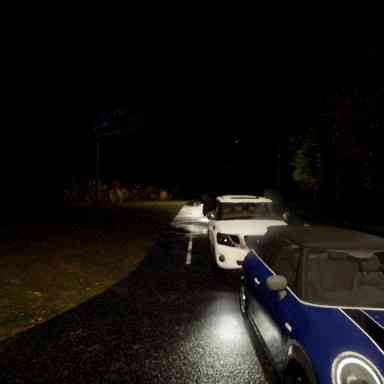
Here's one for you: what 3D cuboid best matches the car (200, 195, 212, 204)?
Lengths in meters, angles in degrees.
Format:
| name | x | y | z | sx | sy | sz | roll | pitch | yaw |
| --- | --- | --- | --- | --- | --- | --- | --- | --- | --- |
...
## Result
| name | x | y | z | sx | sy | sz | roll | pitch | yaw |
| --- | --- | --- | --- | --- | --- | --- | --- | --- | --- |
| car | 2.376 | 1.214 | 55.801 | 1.837 | 1.490 | 4.892 | 0 | 0 | 2 |

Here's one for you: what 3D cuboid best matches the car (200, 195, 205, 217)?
| name | x | y | z | sx | sy | sz | roll | pitch | yaw |
| --- | --- | --- | --- | --- | --- | --- | --- | --- | --- |
| car | 1.895 | 1.320 | 29.709 | 1.882 | 1.535 | 5.008 | 0 | 0 | 1 |

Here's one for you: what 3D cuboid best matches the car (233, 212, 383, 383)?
| name | x | y | z | sx | sy | sz | roll | pitch | yaw |
| --- | --- | --- | --- | --- | --- | --- | --- | --- | --- |
| car | 1.932 | 1.338 | 4.208 | 2.097 | 1.767 | 4.553 | 0 | 0 | -1 |

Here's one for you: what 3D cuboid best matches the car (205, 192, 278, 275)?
| name | x | y | z | sx | sy | sz | roll | pitch | yaw |
| --- | --- | --- | --- | --- | --- | --- | --- | --- | --- |
| car | 1.654 | 1.160 | 10.552 | 2.150 | 2.045 | 5.566 | 0 | 0 | 1 |

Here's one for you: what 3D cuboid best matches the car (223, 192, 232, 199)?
| name | x | y | z | sx | sy | sz | roll | pitch | yaw |
| --- | --- | --- | --- | --- | --- | --- | --- | --- | --- |
| car | 9.701 | 0.871 | 90.543 | 2.097 | 1.767 | 4.553 | 0 | 0 | 1 |
